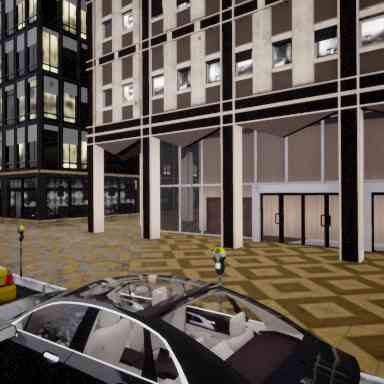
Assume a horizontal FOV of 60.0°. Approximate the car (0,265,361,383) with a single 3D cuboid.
[{"bbox_3d":[-0.680,1.551,3.367,4.403,1.369,2.008,0,0,36],"label":"car"}]
